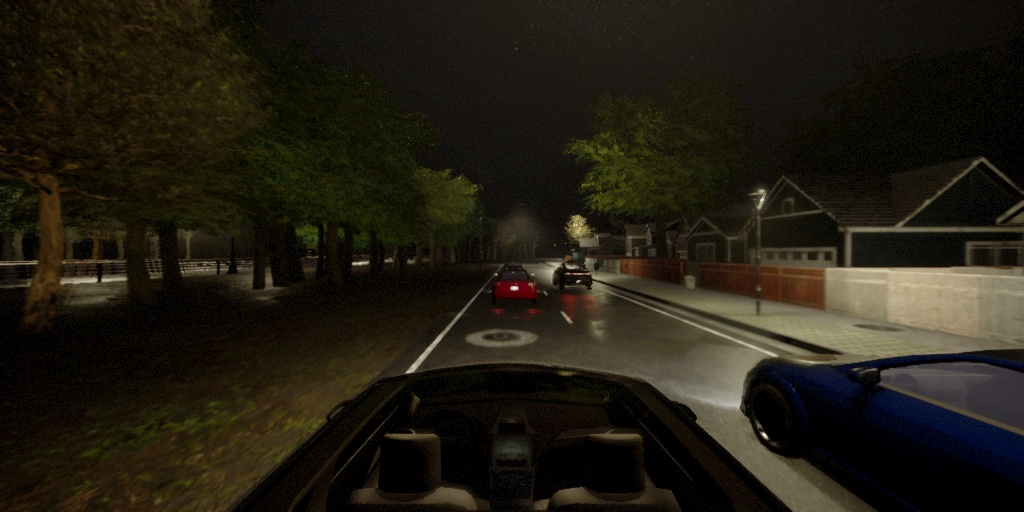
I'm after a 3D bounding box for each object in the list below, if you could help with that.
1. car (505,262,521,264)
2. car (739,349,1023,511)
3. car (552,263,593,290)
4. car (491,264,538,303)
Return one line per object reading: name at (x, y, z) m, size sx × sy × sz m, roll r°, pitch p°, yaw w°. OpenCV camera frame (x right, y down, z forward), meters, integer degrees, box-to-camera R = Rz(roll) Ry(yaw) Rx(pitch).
car at (0.103, 1.202, 35.737) m, size 1.895 × 1.301 × 4.718 m, roll 0°, pitch 0°, yaw 0°
car at (3.601, 1.313, 2.398) m, size 1.994 × 1.385 × 4.181 m, roll 0°, pitch 0°, yaw 0°
car at (3.601, 1.171, 21.887) m, size 2.128 × 1.511 × 4.902 m, roll 0°, pitch 0°, yaw 0°
car at (0.102, 1.268, 16.474) m, size 1.994 × 1.385 × 4.181 m, roll 0°, pitch 0°, yaw 0°
